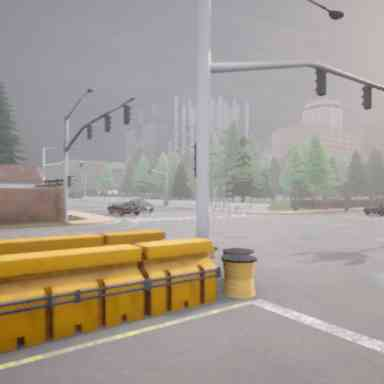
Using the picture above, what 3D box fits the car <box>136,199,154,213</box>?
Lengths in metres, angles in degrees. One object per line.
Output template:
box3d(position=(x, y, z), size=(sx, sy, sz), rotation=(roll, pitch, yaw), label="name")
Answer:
box3d(position=(-6.111, 1.628, 38.732), size=(2.128, 1.511, 4.902), rotation=(1, 0, -33), label="car")

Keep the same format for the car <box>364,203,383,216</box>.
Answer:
box3d(position=(20.518, 1.890, 35.804), size=(4.718, 1.301, 1.895), rotation=(0, 0, -34), label="car")

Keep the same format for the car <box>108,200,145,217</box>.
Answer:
box3d(position=(-6.867, 1.708, 33.491), size=(1.895, 1.301, 4.718), rotation=(1, 0, -33), label="car")
